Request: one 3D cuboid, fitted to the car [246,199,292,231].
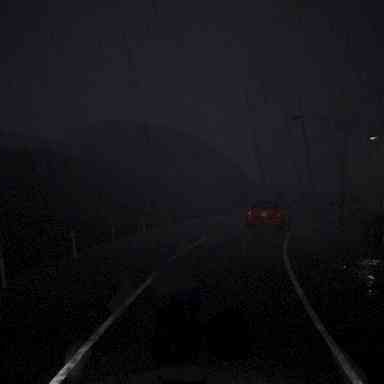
[{"bbox_3d":[4.769,1.229,20.178,2.097,1.767,4.553,2,2,23],"label":"car"}]

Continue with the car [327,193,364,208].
[{"bbox_3d":[16.940,0.835,36.652,5.357,1.411,2.033,-3,6,-41],"label":"car"}]
